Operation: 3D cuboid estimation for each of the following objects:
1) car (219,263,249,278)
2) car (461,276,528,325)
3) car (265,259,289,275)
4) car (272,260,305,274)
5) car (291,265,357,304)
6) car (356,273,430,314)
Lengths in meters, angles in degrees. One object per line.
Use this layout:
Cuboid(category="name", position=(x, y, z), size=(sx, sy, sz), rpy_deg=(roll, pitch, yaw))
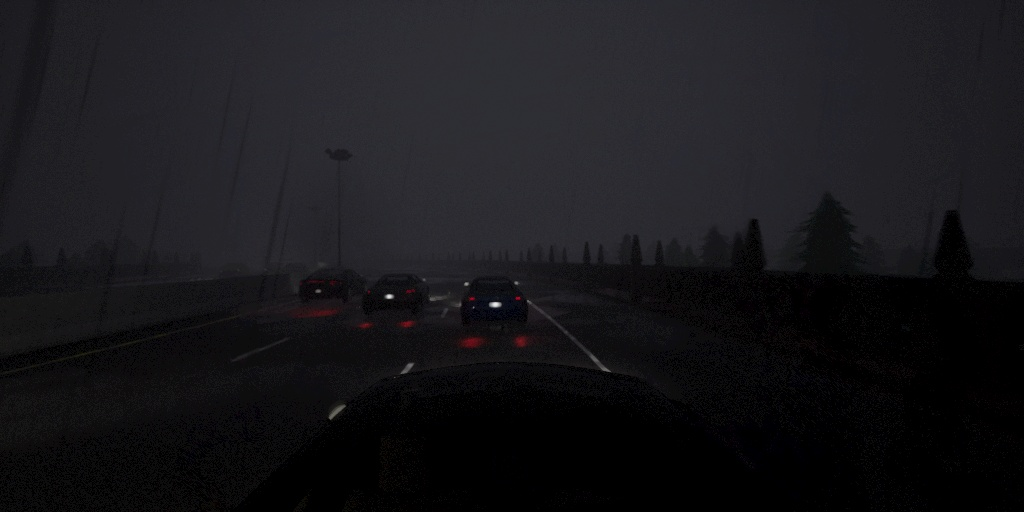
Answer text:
Cuboid(category="car", position=(-30.009, 1.466, 38.845), size=(1.882, 1.535, 5.008), rpy_deg=(0, 0, -26))
Cuboid(category="car", position=(-0.661, 1.344, 12.011), size=(1.994, 1.385, 4.181), rpy_deg=(0, 0, -6))
Cuboid(category="car", position=(-27.977, 1.469, 42.596), size=(1.882, 1.535, 5.008), rpy_deg=(0, 0, -28))
Cuboid(category="car", position=(-19.934, 1.420, 32.920), size=(2.128, 1.511, 4.902), rpy_deg=(0, 0, -20))
Cuboid(category="car", position=(-8.402, 1.310, 17.263), size=(1.882, 1.535, 5.008), rpy_deg=(0, 0, -9))
Cuboid(category="car", position=(-4.445, 1.371, 14.257), size=(1.994, 1.385, 4.181), rpy_deg=(0, 0, -7))
